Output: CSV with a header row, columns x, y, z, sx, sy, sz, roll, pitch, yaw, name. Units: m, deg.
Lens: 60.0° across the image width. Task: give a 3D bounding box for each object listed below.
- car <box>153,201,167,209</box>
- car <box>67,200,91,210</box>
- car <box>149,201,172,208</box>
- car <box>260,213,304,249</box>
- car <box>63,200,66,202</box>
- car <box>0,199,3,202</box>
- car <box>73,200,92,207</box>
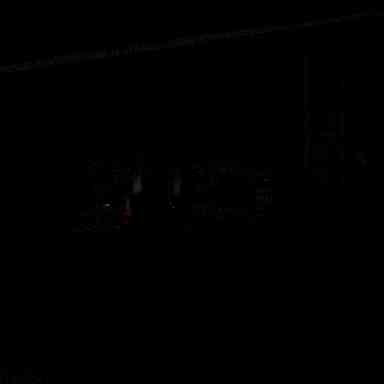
x,y,z,sx,sy,sz,roll,pitch,yaw,name
-7.936,2.511,66.552,5.027,1.636,2.152,0,-1,26,car
-20.071,2.375,59.346,3.633,1.501,1.845,0,-1,26,car
-6.590,2.564,69.386,4.514,1.523,2.007,0,-1,26,car
5.099,1.942,17.543,2.242,1.667,4.611,0,-1,26,car
-29.922,2.740,80.934,3.633,1.501,1.845,0,-1,26,car
-38.295,2.203,64.350,4.605,1.855,1.932,0,-1,26,car
-24.596,2.668,74.970,3.806,1.475,1.970,0,-1,26,car
